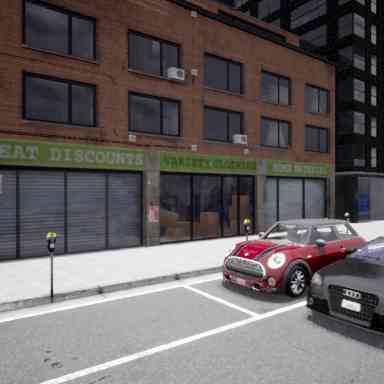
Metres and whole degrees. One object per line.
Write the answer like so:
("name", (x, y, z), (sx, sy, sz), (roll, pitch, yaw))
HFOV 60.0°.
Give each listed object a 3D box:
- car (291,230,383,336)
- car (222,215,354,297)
("car", (4.072, 1.563, 6.282), (4.181, 1.385, 1.994), (0, 0, -35))
("car", (2.694, 1.440, 8.456), (4.097, 1.590, 1.967), (0, 0, -35))
